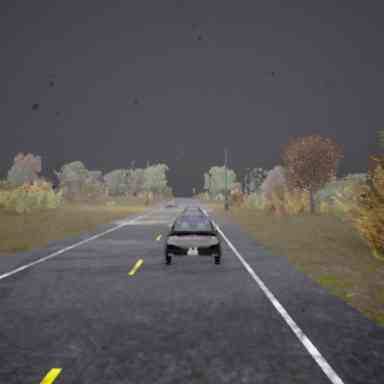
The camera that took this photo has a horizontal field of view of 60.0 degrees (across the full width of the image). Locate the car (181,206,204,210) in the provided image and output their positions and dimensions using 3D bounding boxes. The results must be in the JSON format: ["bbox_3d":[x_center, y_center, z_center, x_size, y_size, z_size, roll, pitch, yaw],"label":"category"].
[{"bbox_3d":[0.049,1.854,27.346,1.994,1.385,4.181,0,0,0],"label":"car"}]

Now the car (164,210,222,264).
[{"bbox_3d":[0.046,1.623,12.340,2.128,1.511,4.902,0,-1,1],"label":"car"}]

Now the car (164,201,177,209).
[{"bbox_3d":[-3.562,2.181,56.999,1.994,1.385,4.181,0,-1,0],"label":"car"}]
